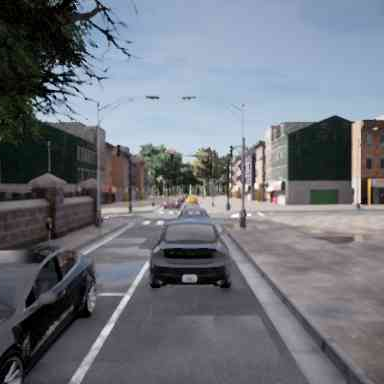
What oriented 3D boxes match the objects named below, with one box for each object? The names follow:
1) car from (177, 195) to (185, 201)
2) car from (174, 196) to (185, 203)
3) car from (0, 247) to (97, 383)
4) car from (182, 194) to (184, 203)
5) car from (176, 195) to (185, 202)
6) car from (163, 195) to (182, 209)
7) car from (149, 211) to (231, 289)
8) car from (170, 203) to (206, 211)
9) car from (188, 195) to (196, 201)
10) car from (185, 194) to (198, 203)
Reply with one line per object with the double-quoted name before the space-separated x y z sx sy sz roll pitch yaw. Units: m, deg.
"car" -2.642 1.519 81.058 1.947 1.339 4.313 -1 0 0
"car" -2.643 1.499 70.189 2.008 1.369 4.403 -1 0 0
"car" -2.644 1.555 4.695 1.947 1.339 4.313 -1 0 0
"car" -2.645 1.385 48.450 1.967 1.590 4.097 -1 0 0
"car" -2.643 1.495 75.624 1.887 1.381 4.507 -1 0 0
"car" -2.645 1.386 43.015 1.967 1.590 4.097 -1 0 0
"car" -0.026 1.485 9.093 1.837 1.490 4.892 0 0 0
"car" 0.100 1.515 17.433 2.033 1.411 5.357 0 0 0
"car" 0.004 1.495 83.602 2.033 1.411 5.357 0 0 0
"car" 0.103 1.423 64.287 1.882 1.535 5.008 0 0 0
